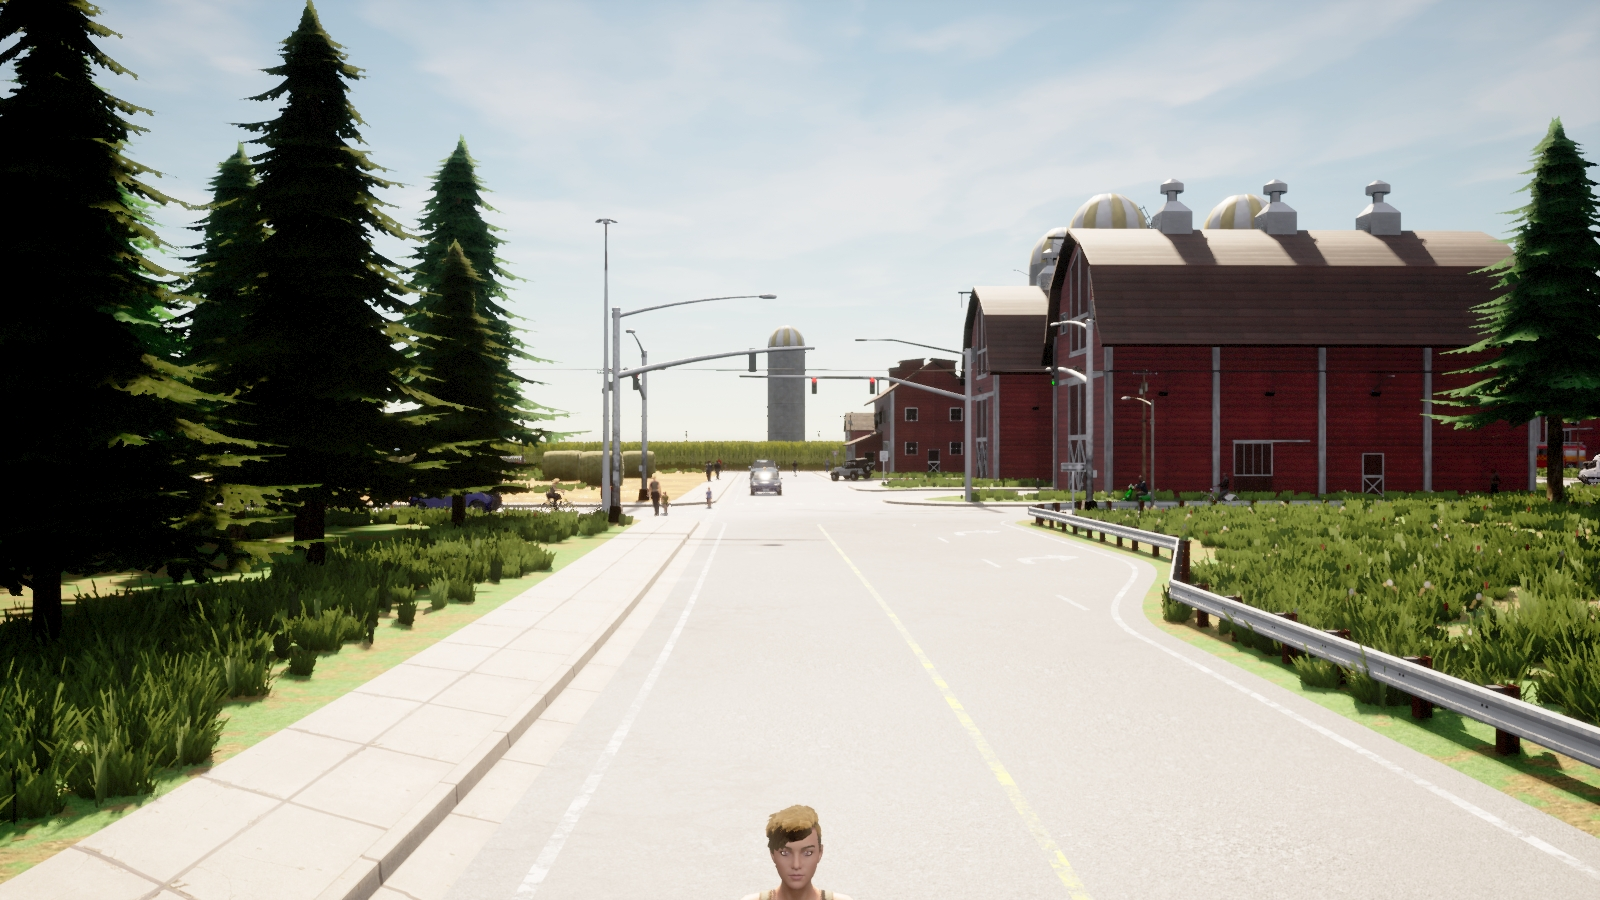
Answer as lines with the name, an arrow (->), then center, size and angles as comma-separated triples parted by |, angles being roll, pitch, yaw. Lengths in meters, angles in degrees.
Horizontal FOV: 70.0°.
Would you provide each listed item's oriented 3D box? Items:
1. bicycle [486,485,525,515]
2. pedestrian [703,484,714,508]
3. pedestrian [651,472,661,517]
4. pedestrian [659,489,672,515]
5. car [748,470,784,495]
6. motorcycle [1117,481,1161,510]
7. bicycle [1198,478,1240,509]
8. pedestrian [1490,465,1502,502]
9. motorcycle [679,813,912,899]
bicycle -> -12.829, 2.161, 49.844 | 1.487, 1.276, 0.859 | 0, 0, -1
pedestrian -> -4.378, 2.215, 54.911 | 0.500, 1.100, 0.500 | 0, 0, -1
pedestrian -> -6.019, 1.849, 47.657 | 0.375, 1.860, 0.375 | 0, 0, -15
pedestrian -> -5.808, 2.226, 49.444 | 0.500, 1.100, 0.500 | 0, 0, -12
car -> -2.153, 2.036, 72.119 | 2.163, 1.488, 4.792 | 0, 0, -2
motorcycle -> 15.989, 2.145, 53.899 | 1.805, 1.316, 0.856 | 0, 0, -1
bicycle -> 19.800, 2.064, 53.998 | 1.835, 1.471, 0.329 | 0, 0, -1
pedestrian -> 35.388, 1.700, 58.112 | 0.375, 1.860, 0.375 | 0, 0, -2
motorcycle -> -0.013, 2.128, 3.457 | 0.764, 1.307, 2.356 | 0, 0, 0
